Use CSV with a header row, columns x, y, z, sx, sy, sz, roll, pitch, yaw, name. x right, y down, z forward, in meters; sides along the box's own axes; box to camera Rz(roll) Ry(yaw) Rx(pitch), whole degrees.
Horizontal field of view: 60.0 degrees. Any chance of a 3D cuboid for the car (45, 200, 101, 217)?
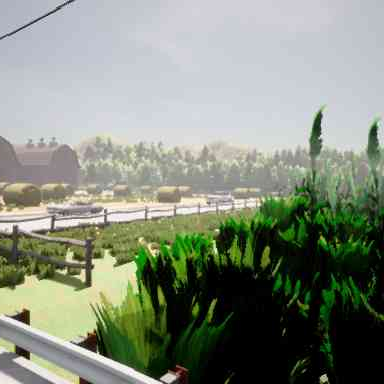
x,y,z,sx,sy,sz,roll,pitch,yaw,name
-10.030,1.362,28.535,1.895,1.301,4.718,2,1,32,car
